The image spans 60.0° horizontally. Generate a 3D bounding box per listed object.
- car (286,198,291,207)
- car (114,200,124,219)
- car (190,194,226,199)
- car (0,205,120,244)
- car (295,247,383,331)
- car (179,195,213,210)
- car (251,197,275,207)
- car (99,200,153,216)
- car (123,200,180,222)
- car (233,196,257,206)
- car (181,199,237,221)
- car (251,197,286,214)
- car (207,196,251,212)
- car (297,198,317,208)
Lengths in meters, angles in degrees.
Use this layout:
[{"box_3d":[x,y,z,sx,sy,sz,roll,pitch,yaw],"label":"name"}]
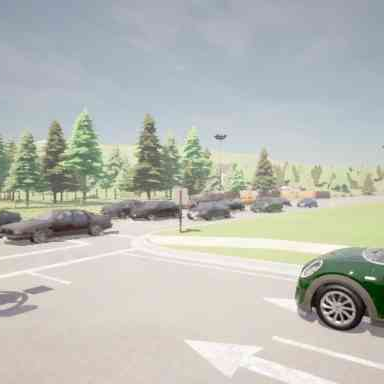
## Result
[{"box_3d":[13.017,1.525,48.664,1.812,1.442,4.674,0,0,37],"label":"car"},{"box_3d":[-5.587,1.505,29.270,1.837,1.490,4.892,0,0,36],"label":"car"},{"box_3d":[2.300,1.222,39.999,2.150,2.045,5.566,0,0,36],"label":"car"},{"box_3d":[-6.320,1.548,16.108,2.033,1.411,5.357,0,0,34],"label":"car"},{"box_3d":[4.081,1.352,5.378,4.553,1.767,2.097,0,0,36],"label":"car"},{"box_3d":[0.582,1.352,43.579,2.097,1.767,4.553,0,0,36],"label":"car"},{"box_3d":[11.100,1.564,51.942,1.994,1.385,4.181,0,0,37],"label":"car"},{"box_3d":[-6.600,1.547,33.803,2.033,1.411,5.357,0,0,36],"label":"car"},{"box_3d":[-2.855,1.478,27.076,1.882,1.535,5.008,0,0,36],"label":"car"},{"box_3d":[8.767,1.478,54.679,1.882,1.535,5.008,0,0,37],"label":"car"},{"box_3d":[1.482,1.525,27.066,1.812,1.442,4.674,0,0,36],"label":"car"},{"box_3d":[8.108,1.352,36.089,2.097,1.767,4.553,0,0,36],"label":"car"},{"box_3d":[4.160,1.491,36.627,2.128,1.511,4.902,0,0,36],"label":"car"},{"box_3d":[16.433,1.526,47.392,1.812,1.442,4.674,0,0,36],"label":"car"}]
